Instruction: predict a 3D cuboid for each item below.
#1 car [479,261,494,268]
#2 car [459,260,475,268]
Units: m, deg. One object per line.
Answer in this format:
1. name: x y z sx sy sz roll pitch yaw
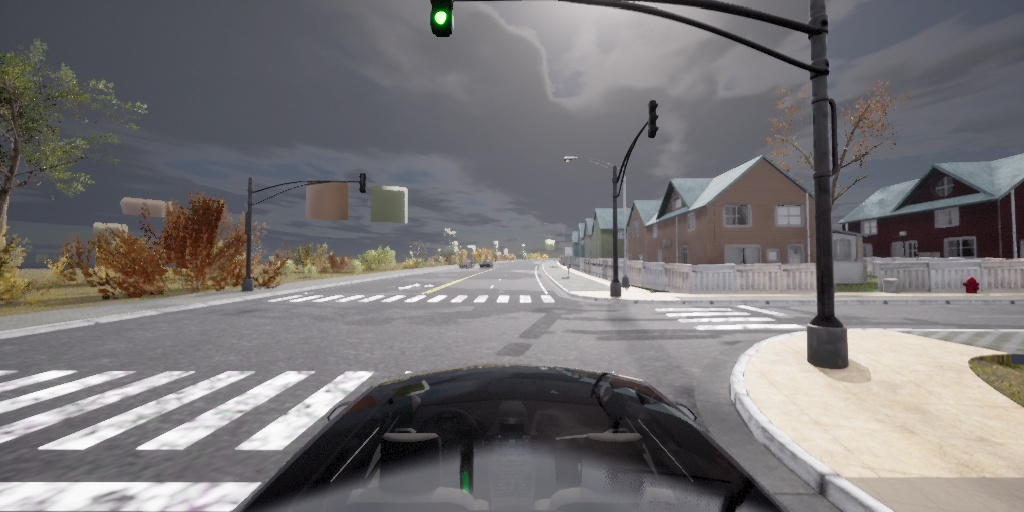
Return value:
1. car: -4.167 1.422 59.128 1.895 1.301 4.718 0 0 5
2. car: -7.404 1.376 59.421 1.994 1.385 4.181 0 0 5
